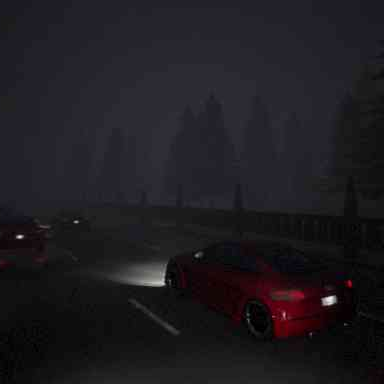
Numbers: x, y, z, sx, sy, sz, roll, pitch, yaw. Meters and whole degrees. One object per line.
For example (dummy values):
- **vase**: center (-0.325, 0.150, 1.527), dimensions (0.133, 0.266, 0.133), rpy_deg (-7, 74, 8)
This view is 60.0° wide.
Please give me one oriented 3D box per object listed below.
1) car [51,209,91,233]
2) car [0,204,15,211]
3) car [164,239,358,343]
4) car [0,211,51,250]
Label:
- **car**: center (-8.108, 1.821, 22.023), dimensions (1.994, 1.385, 4.181), rpy_deg (1, -1, -31)
- **car**: center (-17.382, 1.809, 30.444), dimensions (1.882, 1.535, 5.008), rpy_deg (1, -1, -32)
- **car**: center (1.082, 1.659, 6.841), dimensions (1.994, 1.385, 4.181), rpy_deg (1, -1, -31)
- **car**: center (-7.698, 1.726, 14.585), dimensions (1.994, 1.385, 4.181), rpy_deg (1, -1, -31)
